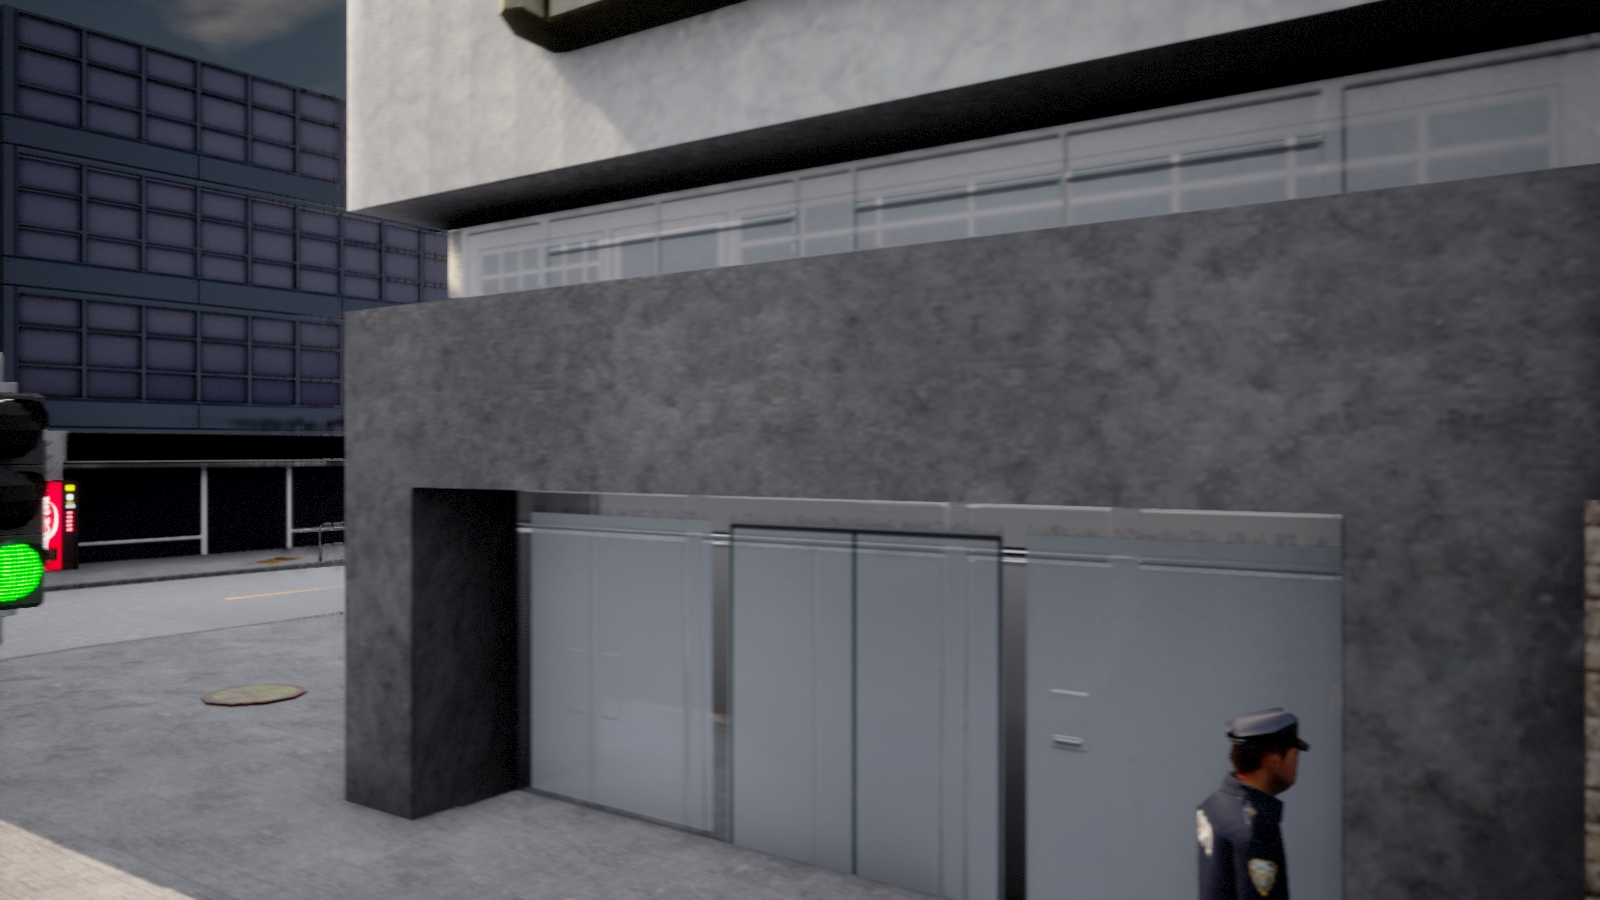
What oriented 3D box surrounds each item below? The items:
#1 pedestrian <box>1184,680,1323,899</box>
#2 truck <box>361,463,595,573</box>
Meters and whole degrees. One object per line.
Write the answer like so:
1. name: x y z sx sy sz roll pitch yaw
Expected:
1. pedestrian: 1.514 1.748 3.848 0.375 1.860 0.375 0 0 11
2. truck: -8.026 1.585 28.990 2.627 2.467 5.204 0 0 35
